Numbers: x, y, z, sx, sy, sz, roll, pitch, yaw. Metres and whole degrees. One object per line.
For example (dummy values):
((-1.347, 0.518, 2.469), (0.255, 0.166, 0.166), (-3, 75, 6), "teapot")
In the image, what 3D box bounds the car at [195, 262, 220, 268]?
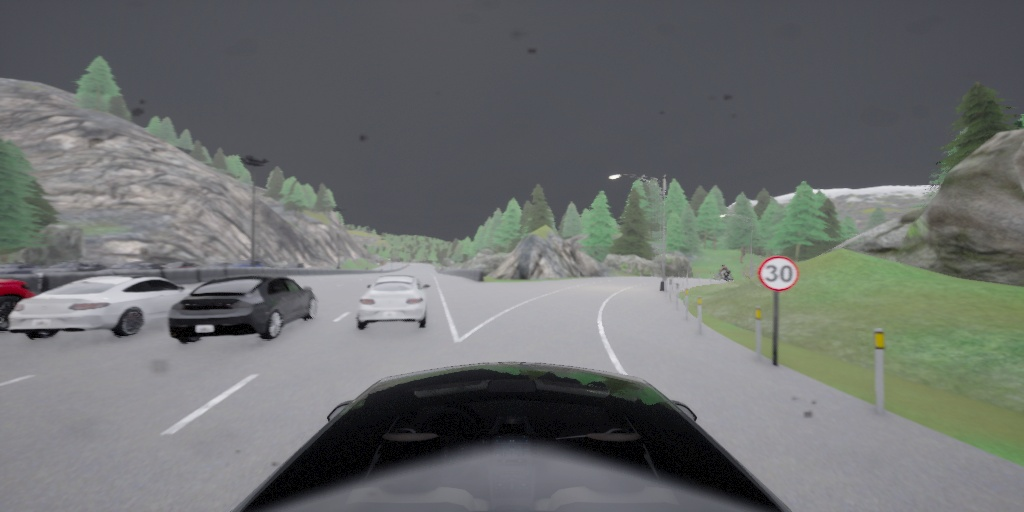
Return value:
((-36.727, 1.769, 45.088), (2.128, 1.511, 4.902), (1, -2, -13), "car")

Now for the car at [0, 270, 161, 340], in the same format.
((-10.452, 1.254, 9.826), (1.812, 1.442, 4.674), (1, -1, -13), "car")

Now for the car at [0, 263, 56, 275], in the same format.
((-13.429, 0.885, 7.190), (2.150, 2.045, 5.566), (1, -1, -13), "car")

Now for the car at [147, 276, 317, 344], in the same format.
((-6.842, 1.264, 9.710), (1.837, 1.490, 4.892), (0, 0, -13), "car")

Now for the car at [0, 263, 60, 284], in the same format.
((-35.901, 1.206, 25.797), (1.994, 1.385, 4.181), (1, -1, -13), "car")

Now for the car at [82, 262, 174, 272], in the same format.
((-29.099, 1.239, 27.448), (2.128, 1.511, 4.902), (1, -1, -13), "car")

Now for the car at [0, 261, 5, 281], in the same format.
((-39.295, 1.097, 24.950), (1.837, 1.490, 4.892), (1, -1, -13), "car")

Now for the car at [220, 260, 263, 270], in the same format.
((-33.001, 1.492, 44.455), (2.150, 2.045, 5.566), (1, -2, -13), "car")

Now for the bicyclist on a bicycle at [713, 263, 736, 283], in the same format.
((20.765, 1.668, 35.047), (0.582, 1.620, 1.656), (5, 5, -39), "bicyclist on a bicycle")

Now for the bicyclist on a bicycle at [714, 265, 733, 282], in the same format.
((20.524, 1.687, 34.839), (0.582, 1.620, 1.656), (-4, 10, -38), "bicyclist on a bicycle")

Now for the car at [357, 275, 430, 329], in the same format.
((-3.628, 1.330, 11.395), (1.812, 1.442, 4.674), (1, -1, -13), "car")

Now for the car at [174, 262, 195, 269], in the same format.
((-39.750, 1.516, 42.622), (2.097, 1.767, 4.553), (1, -2, -12), "car")

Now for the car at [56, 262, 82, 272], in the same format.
((-32.500, 1.185, 26.624), (2.128, 1.511, 4.902), (1, -1, -13), "car")
